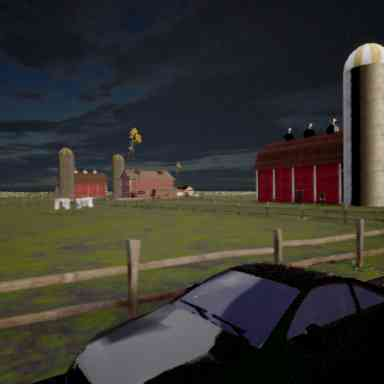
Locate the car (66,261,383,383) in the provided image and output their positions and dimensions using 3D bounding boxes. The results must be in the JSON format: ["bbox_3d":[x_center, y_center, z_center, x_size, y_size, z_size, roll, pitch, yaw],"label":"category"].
[{"bbox_3d":[0.854,1.564,3.674,4.181,1.385,1.994,0,0,-35],"label":"car"}]
